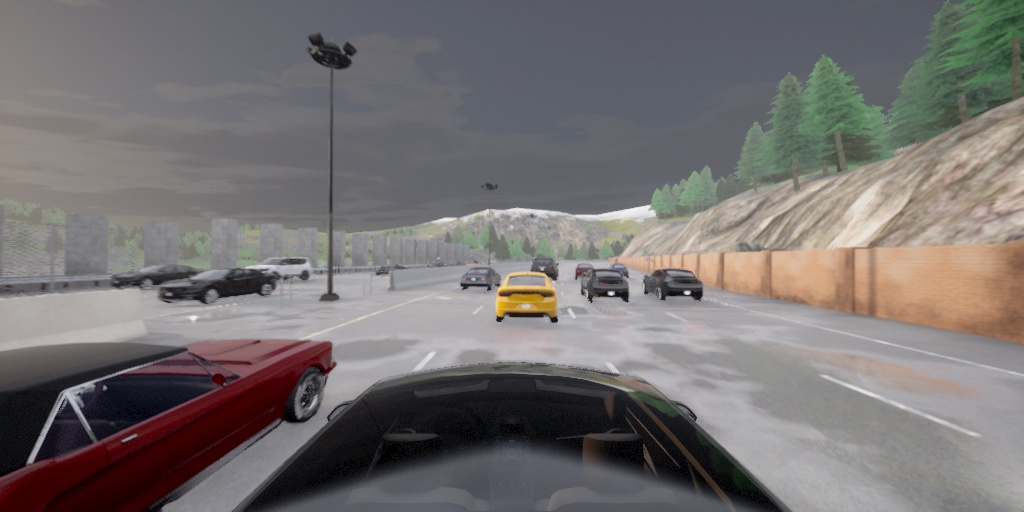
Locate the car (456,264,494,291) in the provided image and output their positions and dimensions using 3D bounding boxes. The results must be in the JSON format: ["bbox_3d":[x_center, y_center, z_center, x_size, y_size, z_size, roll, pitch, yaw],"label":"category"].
[{"bbox_3d":[-1.936,1.429,23.386,2.033,1.411,5.357,0,0,7],"label":"car"}]

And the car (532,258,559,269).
[{"bbox_3d":[2.933,1.175,31.846,2.150,2.045,5.566,0,0,10],"label":"car"}]

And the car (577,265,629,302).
[{"bbox_3d":[4.500,1.374,17.867,1.837,1.490,4.892,0,0,5],"label":"car"}]

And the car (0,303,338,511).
[{"bbox_3d":[-3.350,1.346,2.823,1.895,1.301,4.718,0,0,0],"label":"car"}]

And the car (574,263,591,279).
[{"bbox_3d":[7.380,1.475,36.402,1.882,1.535,5.008,0,0,11],"label":"car"}]

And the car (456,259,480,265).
[{"bbox_3d":[-6.485,1.426,55.920,2.097,1.767,4.553,0,0,14],"label":"car"}]

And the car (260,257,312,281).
[{"bbox_3d":[-18.960,1.083,29.370,2.150,2.045,5.566,0,-1,9],"label":"car"}]

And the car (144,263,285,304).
[{"bbox_3d":[-13.406,1.277,16.717,1.882,1.535,5.008,0,-1,5],"label":"car"}]

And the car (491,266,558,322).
[{"bbox_3d":[0.555,1.300,12.740,1.882,1.535,5.008,0,0,3],"label":"car"}]

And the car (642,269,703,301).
[{"bbox_3d":[8.074,1.390,18.414,1.837,1.490,4.892,0,0,6],"label":"car"}]

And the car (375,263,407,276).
[{"bbox_3d":[-13.486,1.512,40.210,1.994,1.385,4.181,0,0,12],"label":"car"}]

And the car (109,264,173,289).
[{"bbox_3d":[-23.218,1.287,23.764,1.882,1.535,5.008,0,0,7],"label":"car"}]

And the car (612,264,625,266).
[{"bbox_3d":[11.403,1.551,38.628,1.812,1.442,4.674,0,0,12],"label":"car"}]
